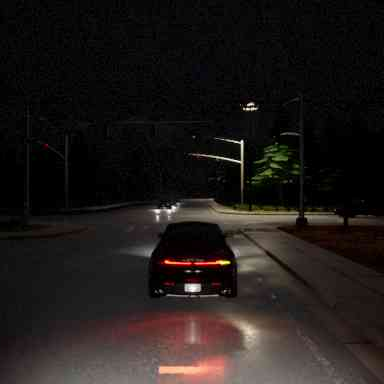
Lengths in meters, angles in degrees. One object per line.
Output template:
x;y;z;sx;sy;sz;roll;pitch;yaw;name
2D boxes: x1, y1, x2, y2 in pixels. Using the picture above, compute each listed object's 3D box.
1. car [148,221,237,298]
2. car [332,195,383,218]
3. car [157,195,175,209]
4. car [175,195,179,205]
0.031;1.501;8.519;1.837;1.490;4.892;0;0;0;car
15.540;1.248;29.668;5.566;2.045;2.150;0;0;1;car
-3.685;1.505;45.144;1.837;1.490;4.892;0;0;0;car
-3.685;1.600;55.626;1.895;1.301;4.718;0;0;0;car
